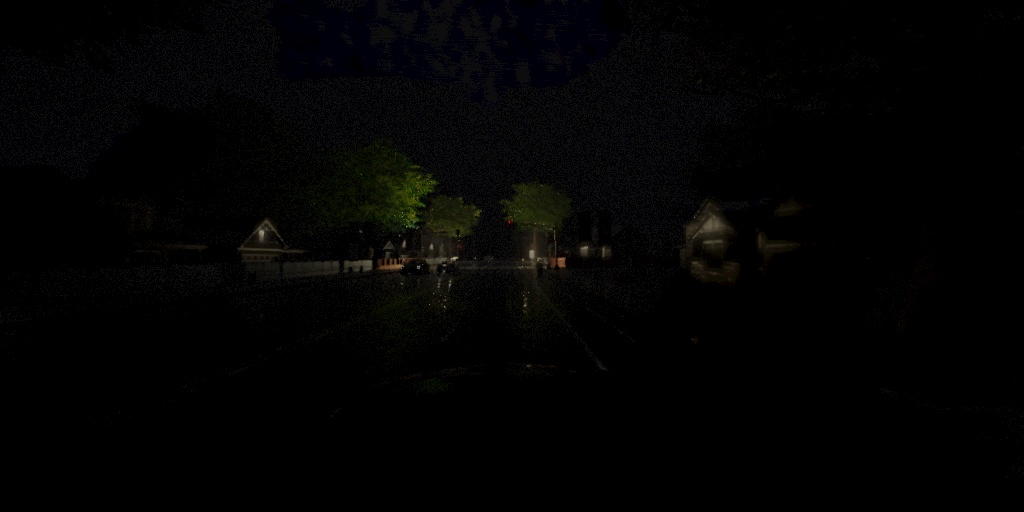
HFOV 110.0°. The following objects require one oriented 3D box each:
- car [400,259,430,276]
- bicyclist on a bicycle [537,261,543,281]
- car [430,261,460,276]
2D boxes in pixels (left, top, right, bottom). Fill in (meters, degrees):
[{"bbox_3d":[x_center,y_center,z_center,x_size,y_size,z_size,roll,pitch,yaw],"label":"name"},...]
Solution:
[{"bbox_3d":[-9.778,1.097,36.501,2.097,1.767,4.553,0,0,1],"label":"car"},{"bbox_3d":[2.294,1.199,29.249,0.582,1.620,1.656,0,0,0],"label":"bicyclist on a bicycle"},{"bbox_3d":[-6.522,1.238,36.958,2.128,1.511,4.902,0,0,1],"label":"car"}]
